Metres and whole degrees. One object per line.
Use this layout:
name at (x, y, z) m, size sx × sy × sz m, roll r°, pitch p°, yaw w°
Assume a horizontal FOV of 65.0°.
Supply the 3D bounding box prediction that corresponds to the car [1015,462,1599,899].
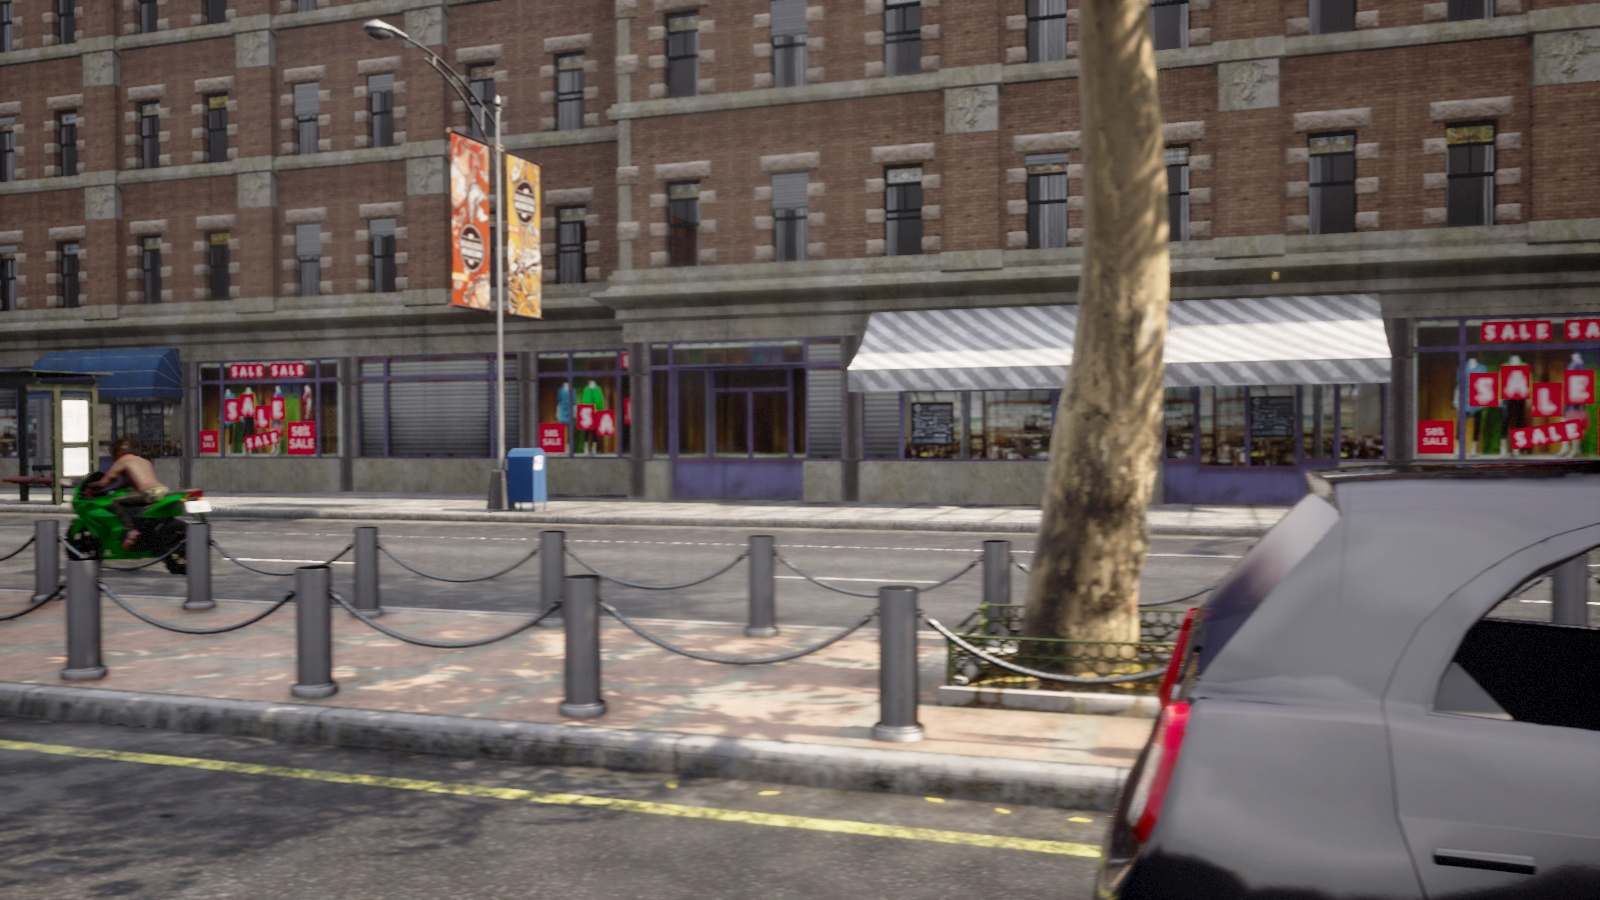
car at (2.375, 0.808, 2.394) m, size 3.633 × 1.501 × 1.845 m, roll 0°, pitch 1°, yaw 19°

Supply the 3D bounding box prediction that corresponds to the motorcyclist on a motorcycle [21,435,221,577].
motorcyclist on a motorcycle at (-7.684, 0.595, 14.218) m, size 2.044 × 1.523 × 0.797 m, roll 0°, pitch 1°, yaw 19°
